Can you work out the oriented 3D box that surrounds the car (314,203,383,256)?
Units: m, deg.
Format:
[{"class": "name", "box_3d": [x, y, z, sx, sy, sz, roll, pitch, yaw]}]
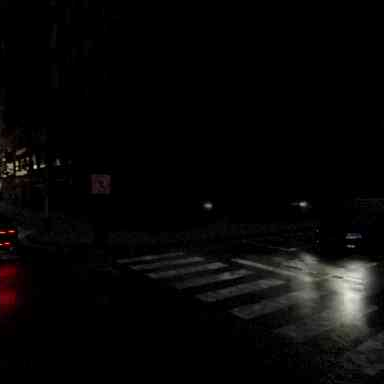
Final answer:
[{"class": "car", "box_3d": [6.817, 1.409, 13.091, 5.008, 1.535, 1.882, 0, 1, -36]}]

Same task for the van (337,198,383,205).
[{"class": "van", "box_3d": [9.336, 1.231, 18.172, 3.998, 1.788, 1.690, 0, 0, -37]}]

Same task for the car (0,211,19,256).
[{"class": "car", "box_3d": [-7.514, 1.417, 11.942, 1.837, 1.490, 4.892, -1, 1, -36]}]
